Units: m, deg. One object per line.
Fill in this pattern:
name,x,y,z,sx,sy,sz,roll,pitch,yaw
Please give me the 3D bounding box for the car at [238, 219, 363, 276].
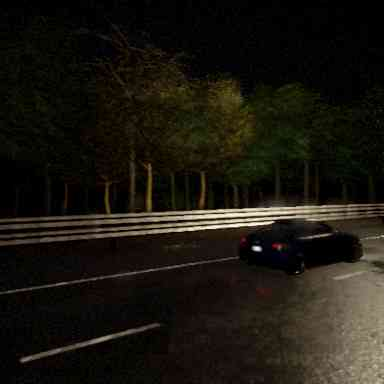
car,3.462,1.552,10.422,4.181,1.385,1.994,0,0,-34
